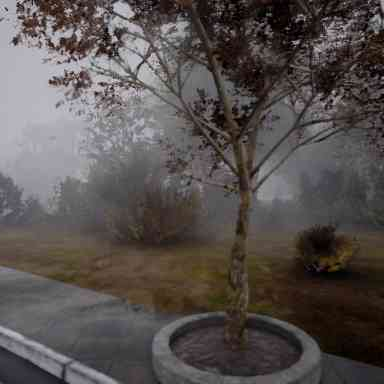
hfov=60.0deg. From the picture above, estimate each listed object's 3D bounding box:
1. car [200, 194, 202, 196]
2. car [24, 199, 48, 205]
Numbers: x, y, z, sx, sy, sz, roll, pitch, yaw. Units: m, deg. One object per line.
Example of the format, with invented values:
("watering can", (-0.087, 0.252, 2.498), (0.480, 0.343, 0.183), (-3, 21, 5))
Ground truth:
("car", (1.088, 1.147, 60.138), (2.150, 2.045, 5.566), (0, 0, 32))
("car", (-21.487, 1.455, 44.495), (1.994, 1.385, 4.181), (0, 0, 32))
